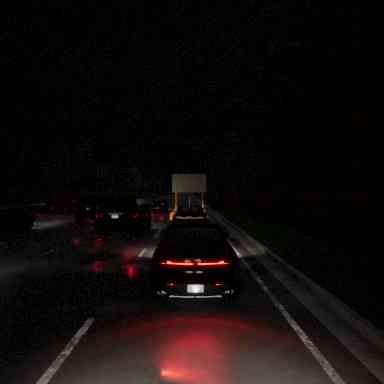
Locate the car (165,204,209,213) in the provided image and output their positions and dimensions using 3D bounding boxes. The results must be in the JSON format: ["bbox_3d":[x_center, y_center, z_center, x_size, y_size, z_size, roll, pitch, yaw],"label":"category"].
[{"bbox_3d":[-0.067,1.488,18.842,2.128,1.511,4.902,0,0,1],"label":"car"}]

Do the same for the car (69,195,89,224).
[{"bbox_3d":[-7.093,1.223,25.266,2.150,2.045,5.566,0,0,-1],"label":"car"}]

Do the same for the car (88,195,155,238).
[{"bbox_3d":[-3.527,1.221,17.818,2.150,2.045,5.566,0,0,0],"label":"car"}]

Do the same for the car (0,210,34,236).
[{"bbox_3d":[-10.530,1.600,18.201,1.895,1.301,4.718,0,0,-1],"label":"car"}]

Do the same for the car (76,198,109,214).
[{"bbox_3d":[-10.689,1.492,36.098,2.128,1.511,4.902,0,0,0],"label":"car"}]

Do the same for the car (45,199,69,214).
[{"bbox_3d":[-14.188,1.477,36.100,1.882,1.535,5.008,0,0,-1],"label":"car"}]

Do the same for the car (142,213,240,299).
[{"bbox_3d":[0.047,1.505,8.453,1.837,1.490,4.892,0,0,0],"label":"car"}]

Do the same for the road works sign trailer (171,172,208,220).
[{"bbox_3d":[-0.185,0.464,22.712,2.380,3.560,2.880,0,0,-3],"label":"road works sign trailer"}]

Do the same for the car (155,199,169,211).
[{"bbox_3d":[-3.708,1.491,38.208,2.128,1.511,4.902,0,0,-1],"label":"car"}]
